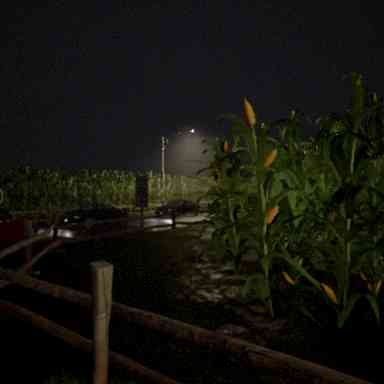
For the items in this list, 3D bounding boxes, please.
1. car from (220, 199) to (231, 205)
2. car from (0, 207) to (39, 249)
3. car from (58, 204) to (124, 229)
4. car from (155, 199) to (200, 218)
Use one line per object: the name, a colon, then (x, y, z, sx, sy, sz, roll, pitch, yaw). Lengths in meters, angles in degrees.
car: (4.677, 1.320, 35.954, 1.994, 1.385, 4.181, 1, 1, 36)
car: (-7.681, 1.308, 12.277, 2.097, 1.767, 4.553, 1, 1, 6)
car: (-6.140, 1.440, 20.848, 1.994, 1.385, 4.181, 0, 1, 35)
car: (-1.123, 1.346, 27.854, 1.812, 1.442, 4.674, 0, 1, 35)
